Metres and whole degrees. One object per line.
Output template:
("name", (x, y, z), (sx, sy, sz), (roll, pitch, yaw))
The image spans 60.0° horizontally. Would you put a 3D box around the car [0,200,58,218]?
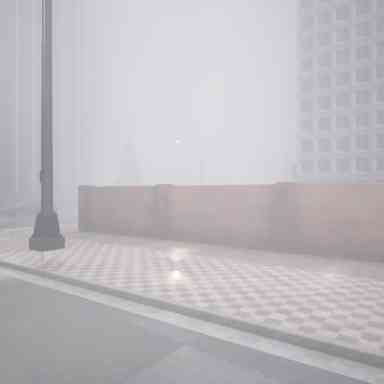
("car", (-14.615, 1.504, 30.007), (1.837, 1.490, 4.892), (0, 0, 35))
